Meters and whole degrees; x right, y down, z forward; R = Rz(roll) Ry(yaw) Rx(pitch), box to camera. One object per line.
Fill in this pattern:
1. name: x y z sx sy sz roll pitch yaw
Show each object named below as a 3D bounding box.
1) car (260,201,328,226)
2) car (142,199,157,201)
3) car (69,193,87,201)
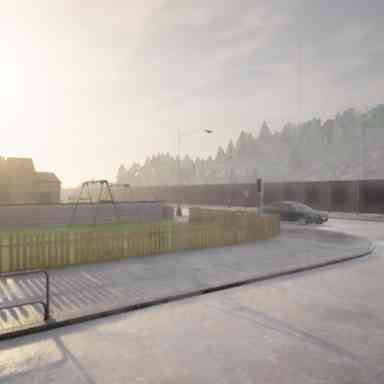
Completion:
1. car: 6.891 1.427 22.853 1.837 1.490 4.892 0 0 -36
2. car: -4.888 1.486 39.304 1.994 1.385 4.181 0 0 -36
3. car: -21.488 1.143 62.476 2.150 2.045 5.566 0 0 -36
